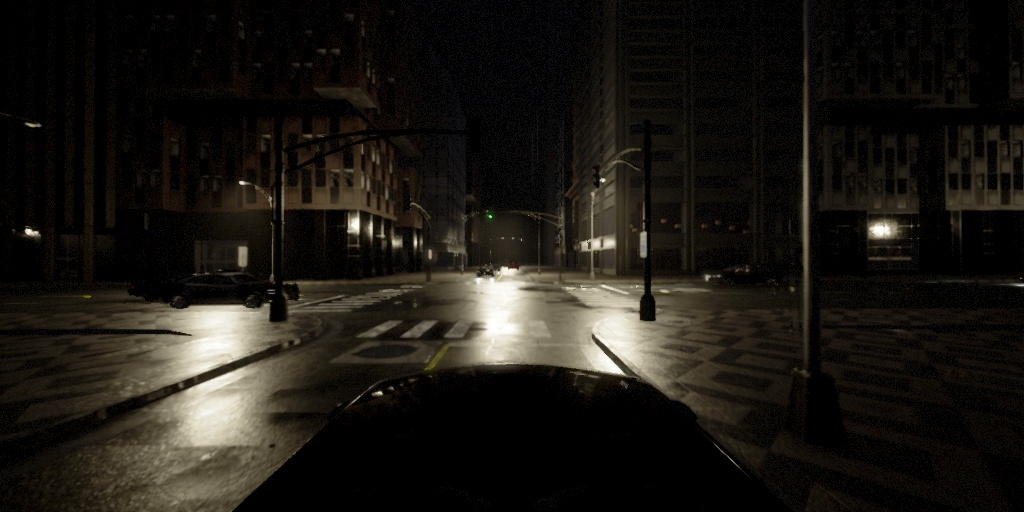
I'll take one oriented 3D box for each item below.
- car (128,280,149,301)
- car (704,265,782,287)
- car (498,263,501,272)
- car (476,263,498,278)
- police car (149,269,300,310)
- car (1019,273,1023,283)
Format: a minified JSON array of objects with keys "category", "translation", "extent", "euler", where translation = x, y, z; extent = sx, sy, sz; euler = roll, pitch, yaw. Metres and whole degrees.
[{"category":"car","translation":[-16.740,1.564,18.817],"extent":[5.357,1.411,2.033],"euler":[0,0,0]},{"category":"car","translation":[16.240,1.362,25.313],"extent":[4.902,1.511,2.128],"euler":[0,0,0]},{"category":"car","translation":[-2.800,1.916,59.834],"extent":[2.033,1.411,5.357],"euler":[0,-1,1]},{"category":"car","translation":[-2.947,1.671,41.063],"extent":[1.837,1.490,4.892],"euler":[0,-1,0]},{"category":"police car","translation":[-12.132,1.392,15.640],"extent":[5.238,1.638,1.930],"euler":[0,0,0]},{"category":"car","translation":[38.686,1.287,25.140],"extent":[4.181,1.385,1.994],"euler":[0,0,1]}]
